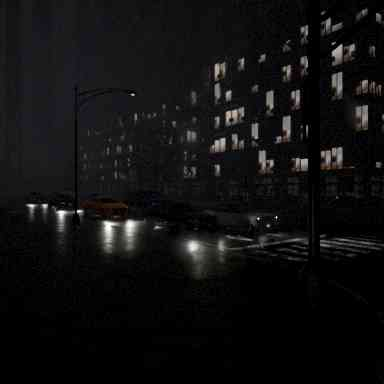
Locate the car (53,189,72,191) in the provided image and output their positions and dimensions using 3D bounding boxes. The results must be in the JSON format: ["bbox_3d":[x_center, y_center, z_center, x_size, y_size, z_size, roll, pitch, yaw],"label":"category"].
[{"bbox_3d":[-18.460,0.667,45.459,1.812,1.442,4.674,0,1,-38],"label":"car"}]

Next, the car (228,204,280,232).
[{"bbox_3d":[2.508,1.368,18.580,1.895,1.301,4.718,0,1,-39],"label":"car"}]

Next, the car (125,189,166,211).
[{"bbox_3d":[-3.522,0.810,26.234,2.150,2.045,5.566,0,1,-38],"label":"car"}]

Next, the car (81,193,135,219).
[{"bbox_3d":[-6.504,1.058,24.772,1.882,1.535,5.008,0,1,-38],"label":"car"}]

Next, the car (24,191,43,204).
[{"bbox_3d":[-19.827,0.683,41.900,1.837,1.490,4.892,0,2,-38],"label":"car"}]

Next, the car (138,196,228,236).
[{"bbox_3d":[-0.661,1.231,17.325,1.882,1.535,5.008,0,1,-37],"label":"car"}]

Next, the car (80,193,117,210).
[{"bbox_3d":[-9.710,0.882,34.147,1.882,1.535,5.008,0,1,-38],"label":"car"}]

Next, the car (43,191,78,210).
[{"bbox_3d":[-12.778,0.898,32.787,1.837,1.490,4.892,0,1,-38],"label":"car"}]

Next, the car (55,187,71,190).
[{"bbox_3d":[-21.479,0.188,54.791,2.150,2.045,5.566,0,1,-38],"label":"car"}]
